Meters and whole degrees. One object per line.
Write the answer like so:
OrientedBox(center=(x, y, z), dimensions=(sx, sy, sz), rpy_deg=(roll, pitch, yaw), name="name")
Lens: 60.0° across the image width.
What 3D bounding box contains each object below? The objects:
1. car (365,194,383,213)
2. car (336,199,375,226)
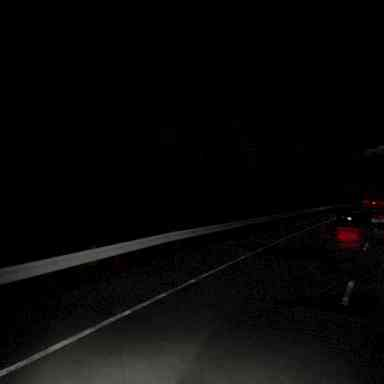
OrientedBox(center=(20.070, 1.221, 36.113), dimensions=(2.150, 2.045, 5.566), rpy_deg=(0, 0, 34), name="car")
OrientedBox(center=(11.595, 1.503, 23.721), dimensions=(1.837, 1.490, 4.892), rpy_deg=(0, -1, 33), name="car")
